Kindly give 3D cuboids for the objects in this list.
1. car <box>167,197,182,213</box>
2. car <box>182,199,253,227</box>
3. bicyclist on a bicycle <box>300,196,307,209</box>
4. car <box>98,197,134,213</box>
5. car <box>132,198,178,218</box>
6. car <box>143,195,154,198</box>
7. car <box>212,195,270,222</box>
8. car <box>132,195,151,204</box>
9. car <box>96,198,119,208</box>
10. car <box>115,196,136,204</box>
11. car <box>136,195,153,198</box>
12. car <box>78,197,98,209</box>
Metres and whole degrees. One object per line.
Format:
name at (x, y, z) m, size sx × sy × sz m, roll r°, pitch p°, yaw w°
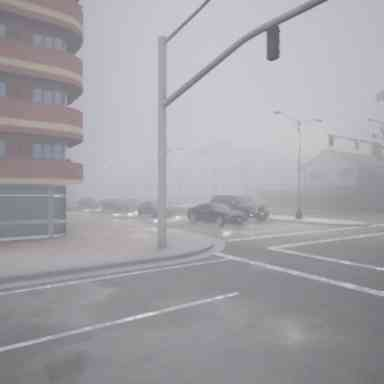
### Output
car at (-1.947, 1.564, 34.658) m, size 1.812 × 1.442 × 4.674 m, roll 0°, pitch 0°, yaw -35°
car at (1.615, 1.508, 23.286) m, size 1.882 × 1.535 × 5.008 m, roll 0°, pitch 0°, yaw -34°
bicyclist on a bicycle at (14.087, 1.374, 42.179) m, size 1.656 × 1.620 × 0.582 m, roll 0°, pitch 0°, yaw -35°
car at (-8.821, 1.509, 38.445) m, size 1.882 × 1.535 × 5.008 m, roll 0°, pitch 0°, yaw -34°
car at (-3.515, 1.557, 30.758) m, size 1.812 × 1.442 × 4.674 m, roll 0°, pitch 0°, yaw -35°
car at (-7.344, 1.581, 56.812) m, size 1.812 × 1.442 × 4.674 m, roll 0°, pitch 0°, yaw -34°
car at (3.599, 1.259, 26.617) m, size 2.150 × 2.045 × 5.566 m, roll 0°, pitch 0°, yaw -34°
car at (-10.170, 1.415, 66.993) m, size 2.097 × 1.767 × 4.553 m, roll 0°, pitch 0°, yaw -35°
car at (-12.853, 1.603, 50.518) m, size 1.994 × 1.385 × 4.181 m, roll 0°, pitch 0°, yaw -34°
car at (-13.069, 1.604, 65.030) m, size 2.033 × 1.411 × 5.357 m, roll 0°, pitch 0°, yaw -35°
car at (-7.197, 1.544, 42.258) m, size 1.837 × 1.490 × 4.892 m, roll 0°, pitch 0°, yaw -34°
car at (-14.569, 1.537, 46.820) m, size 1.837 × 1.490 × 4.892 m, roll 0°, pitch 0°, yaw -34°
